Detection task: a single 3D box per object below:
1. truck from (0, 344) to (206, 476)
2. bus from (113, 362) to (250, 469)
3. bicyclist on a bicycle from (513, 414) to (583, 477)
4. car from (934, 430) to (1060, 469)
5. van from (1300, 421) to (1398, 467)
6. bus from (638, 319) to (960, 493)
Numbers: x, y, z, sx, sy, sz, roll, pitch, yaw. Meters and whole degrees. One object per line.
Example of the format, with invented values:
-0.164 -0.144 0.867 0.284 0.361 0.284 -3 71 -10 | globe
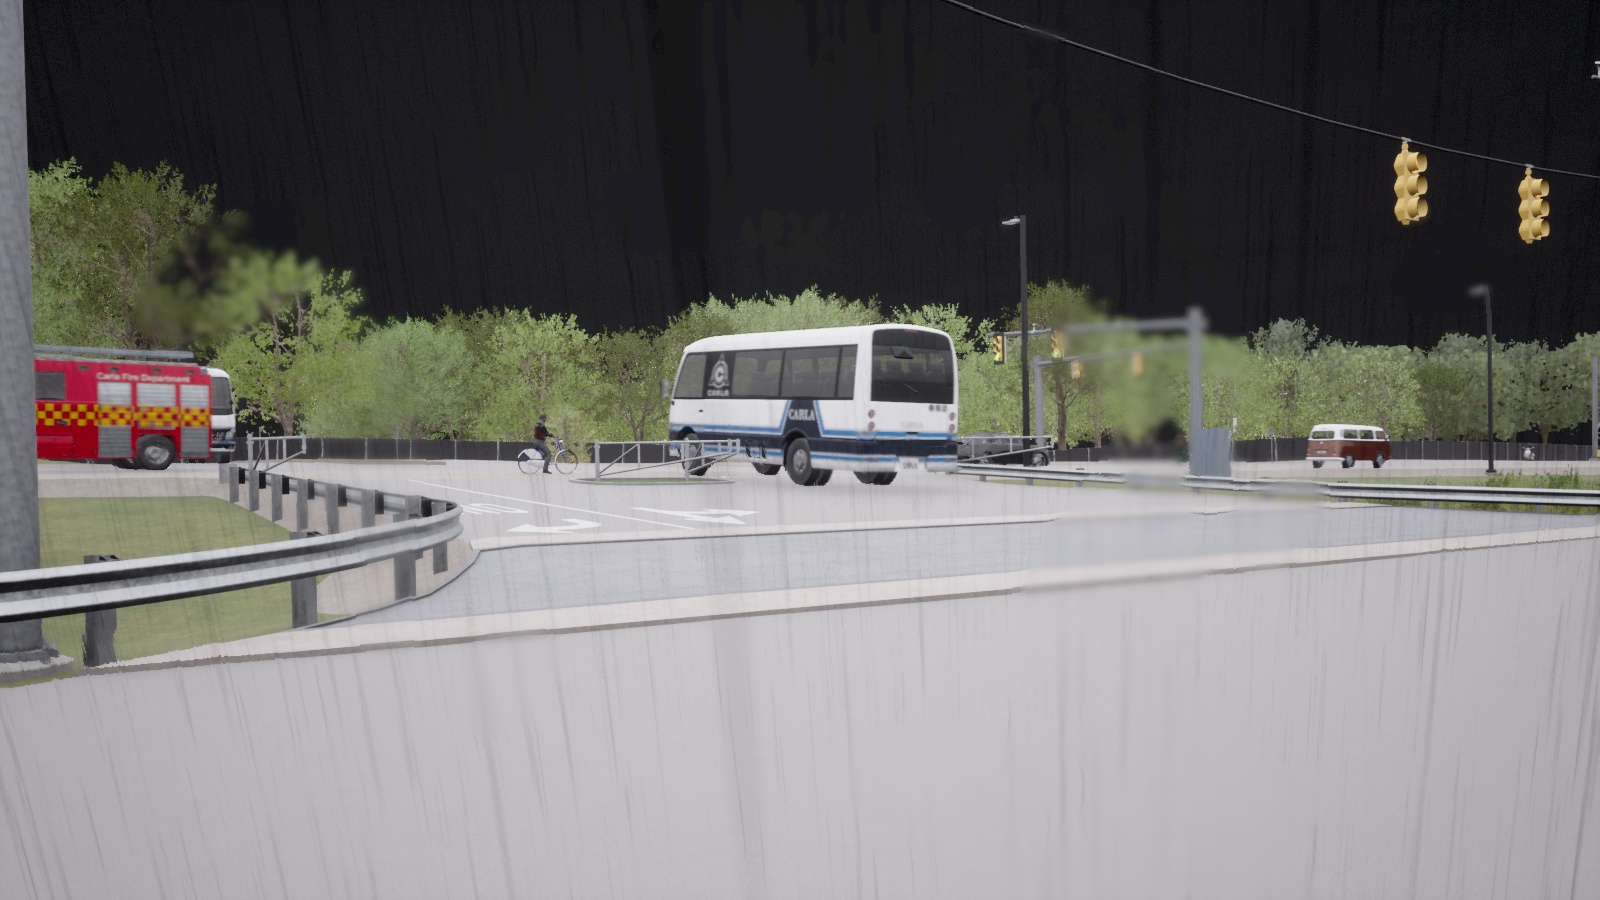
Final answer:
-23.218 -1.153 38.634 8.468 3.827 2.891 0 0 -44 | truck
-27.565 -1.377 55.632 3.944 4.253 10.273 -1 0 -34 | bus
-7.273 -0.128 36.229 1.843 1.776 0.659 0 2 -34 | bicyclist on a bicycle
7.994 -0.003 50.788 4.902 1.511 2.128 0 0 -34 | car
25.558 -0.259 58.434 4.480 2.038 2.069 0 0 -34 | van
-0.415 -1.242 36.102 3.944 4.253 10.273 0 2 -35 | bus
